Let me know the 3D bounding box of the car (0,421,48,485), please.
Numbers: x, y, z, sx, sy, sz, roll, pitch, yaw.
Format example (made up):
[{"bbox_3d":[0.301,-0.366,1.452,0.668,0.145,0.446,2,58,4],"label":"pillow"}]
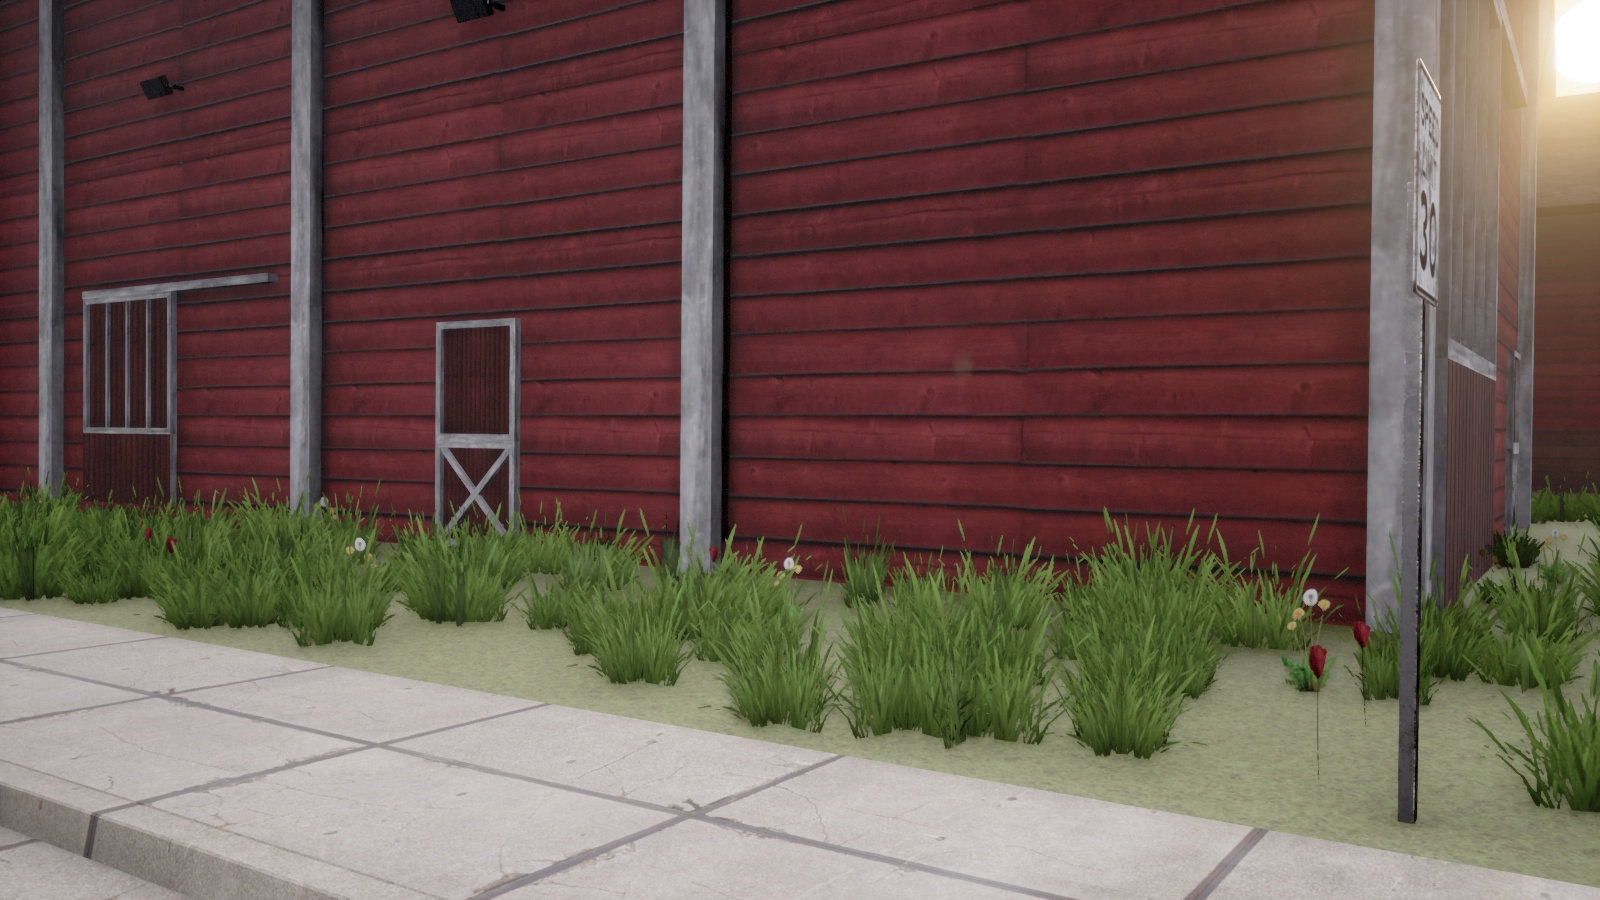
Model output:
[{"bbox_3d":[-27.174,0.125,39.595,2.150,2.045,5.566,0,1,33],"label":"car"}]
